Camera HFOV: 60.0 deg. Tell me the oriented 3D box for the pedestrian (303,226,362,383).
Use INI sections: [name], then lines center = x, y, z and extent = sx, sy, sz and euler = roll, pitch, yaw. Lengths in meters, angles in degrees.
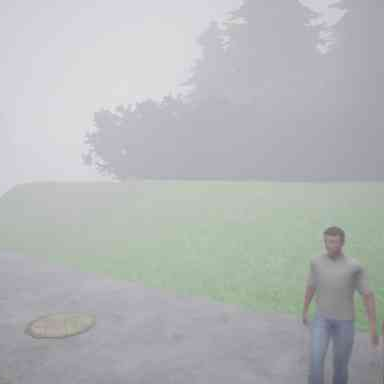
[pedestrian]
center = 1.306, 1.184, 3.095
extent = 0.375, 1.860, 0.375
euler = 1, 0, 36
